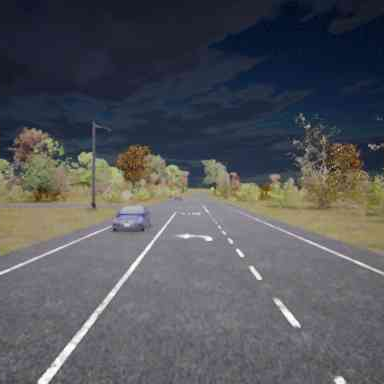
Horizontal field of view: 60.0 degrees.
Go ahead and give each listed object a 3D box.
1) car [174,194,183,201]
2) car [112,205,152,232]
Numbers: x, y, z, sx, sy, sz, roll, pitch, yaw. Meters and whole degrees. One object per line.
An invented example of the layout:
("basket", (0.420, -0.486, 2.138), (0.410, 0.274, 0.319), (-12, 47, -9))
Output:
("car", (-3.403, 1.369, 82.236), (1.837, 1.490, 4.892), (0, 0, 0))
("car", (-3.504, 1.511, 20.211), (1.812, 1.442, 4.674), (0, 0, 0))
